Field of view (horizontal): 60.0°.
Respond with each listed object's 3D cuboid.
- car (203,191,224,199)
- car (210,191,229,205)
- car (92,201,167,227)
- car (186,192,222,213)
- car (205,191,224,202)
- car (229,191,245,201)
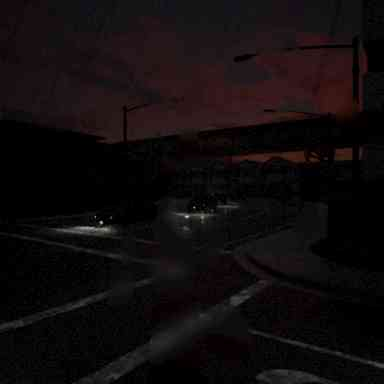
[{"bbox_3d":[4.028,0.638,63.390,1.837,1.490,4.892,0,0,-24],"label":"car"},{"bbox_3d":[3.398,0.820,40.978,1.812,1.442,4.674,0,1,6],"label":"car"},{"bbox_3d":[-3.810,1.326,21.500,2.033,1.411,5.357,0,1,33],"label":"car"},{"bbox_3d":[0.997,1.046,30.966,1.837,1.490,4.892,0,1,20],"label":"car"},{"bbox_3d":[3.426,0.635,51.313,2.128,1.511,4.902,0,0,-6],"label":"car"},{"bbox_3d":[6.921,0.647,52.035,1.837,1.490,4.892,0,1,-7],"label":"car"}]
